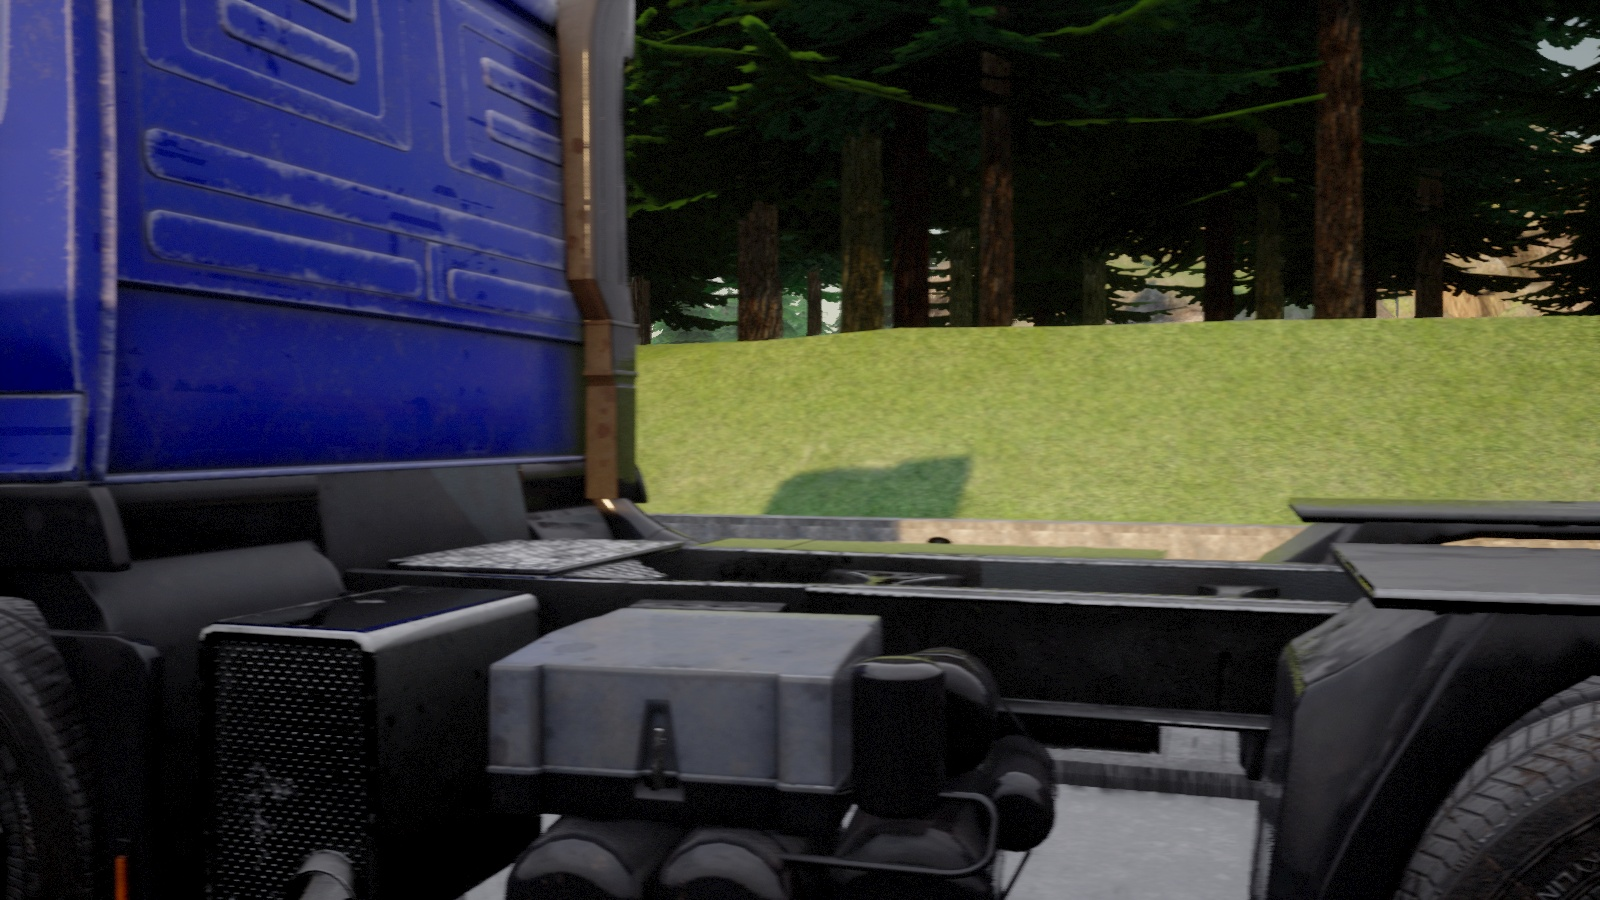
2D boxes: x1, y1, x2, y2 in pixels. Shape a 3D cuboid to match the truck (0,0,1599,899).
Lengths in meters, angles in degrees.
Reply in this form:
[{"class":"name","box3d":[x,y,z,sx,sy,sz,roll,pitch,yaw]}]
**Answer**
[{"class":"truck","box3d":[0.304,-0.212,3.605,7.936,3.462,2.891,1,1,19]}]
